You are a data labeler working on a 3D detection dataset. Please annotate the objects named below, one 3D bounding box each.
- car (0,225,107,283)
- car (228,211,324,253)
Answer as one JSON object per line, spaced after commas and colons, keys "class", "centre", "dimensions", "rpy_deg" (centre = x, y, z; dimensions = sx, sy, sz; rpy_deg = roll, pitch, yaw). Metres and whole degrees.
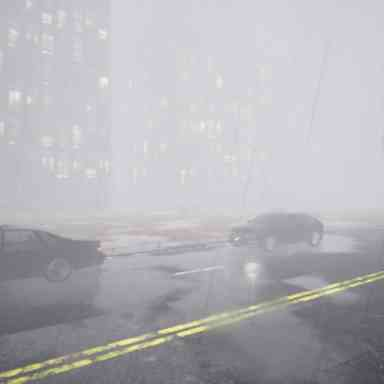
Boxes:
{"class": "car", "centre": [-4.891, 1.543, 8.183], "dimensions": [5.357, 1.411, 2.033], "rpy_deg": [1, 0, -36]}
{"class": "car", "centre": [3.709, 1.598, 14.298], "dimensions": [4.892, 1.490, 1.837], "rpy_deg": [1, 0, -35]}
